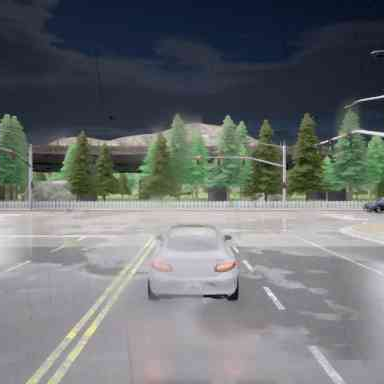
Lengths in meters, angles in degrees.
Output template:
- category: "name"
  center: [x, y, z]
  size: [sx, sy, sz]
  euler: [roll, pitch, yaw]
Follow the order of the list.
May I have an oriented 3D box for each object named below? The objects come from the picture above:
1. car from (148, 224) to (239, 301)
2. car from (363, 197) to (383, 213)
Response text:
- category: "car"
  center: [0.033, 1.526, 8.216]
  size: [1.812, 1.442, 4.674]
  euler: [0, 0, 0]
- category: "car"
  center: [20.734, 1.296, 35.348]
  size: [4.553, 1.767, 2.097]
  euler: [0, 0, 0]
